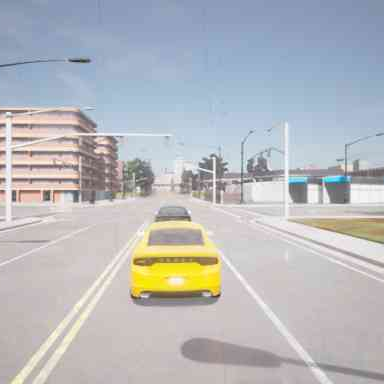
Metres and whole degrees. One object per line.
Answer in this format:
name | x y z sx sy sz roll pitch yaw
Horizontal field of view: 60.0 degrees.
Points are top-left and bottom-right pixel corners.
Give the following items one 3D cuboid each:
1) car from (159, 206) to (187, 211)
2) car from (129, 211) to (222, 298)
car | -1.037 1.478 18.115 1.882 1.535 5.008 0 0 -4
car | -0.421 1.478 8.554 1.882 1.535 5.008 0 0 -3
